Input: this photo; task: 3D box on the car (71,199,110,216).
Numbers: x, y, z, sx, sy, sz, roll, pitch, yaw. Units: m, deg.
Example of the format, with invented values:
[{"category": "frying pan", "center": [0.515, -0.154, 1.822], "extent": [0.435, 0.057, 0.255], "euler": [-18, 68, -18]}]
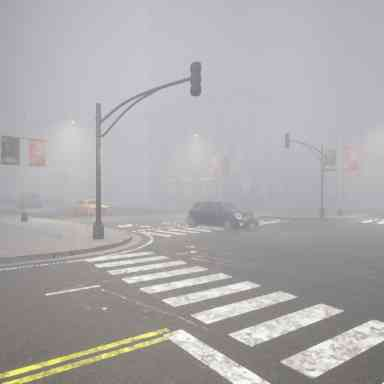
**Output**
[{"category": "car", "center": [-9.835, 1.464, 32.135], "extent": [1.882, 1.535, 5.008], "euler": [0, 0, -45]}]

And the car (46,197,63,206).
[{"category": "car", "center": [-23.096, 1.545, 54.929], "extent": [4.181, 1.385, 1.994], "euler": [0, 0, 44]}]

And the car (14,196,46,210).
[{"category": "car", "center": [-21.268, 1.541, 43.626], "extent": [1.994, 1.385, 4.181], "euler": [0, 0, -45]}]

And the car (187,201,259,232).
[{"category": "car", "center": [1.834, 1.346, 20.438], "extent": [2.097, 1.767, 4.553], "euler": [0, 0, -45]}]

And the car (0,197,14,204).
[{"category": "car", "center": [-33.703, 1.531, 60.944], "extent": [1.994, 1.385, 4.181], "euler": [0, 0, -45]}]

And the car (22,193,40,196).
[{"category": "car", "center": [-26.122, 1.198, 53.350], "extent": [5.566, 2.045, 2.150], "euler": [0, 0, 45]}]
